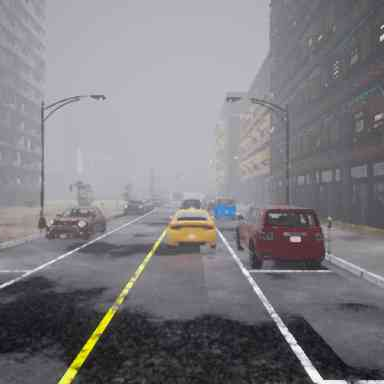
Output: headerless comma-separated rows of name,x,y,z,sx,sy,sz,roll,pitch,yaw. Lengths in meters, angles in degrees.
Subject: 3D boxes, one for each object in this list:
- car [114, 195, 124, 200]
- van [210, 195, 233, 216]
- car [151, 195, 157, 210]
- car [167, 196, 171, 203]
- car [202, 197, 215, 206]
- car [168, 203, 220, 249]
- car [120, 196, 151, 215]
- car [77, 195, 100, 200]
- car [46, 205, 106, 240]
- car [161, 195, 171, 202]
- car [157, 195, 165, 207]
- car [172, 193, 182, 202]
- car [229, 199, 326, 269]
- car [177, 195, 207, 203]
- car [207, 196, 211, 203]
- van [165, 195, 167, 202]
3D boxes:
car,-19.718,1.622,93.459,4.403,1.369,2.008,0,0,1
van,2.703,1.339,28.009,1.690,1.788,3.998,1,0,0
car,-5.645,1.433,39.270,1.967,1.590,4.097,1,0,0
car,-5.645,1.404,67.499,1.967,1.590,4.097,1,0,0
car,2.701,1.544,56.241,1.947,1.339,4.313,1,0,0
car,0.000,1.486,14.649,1.882,1.535,5.008,0,0,0
car,-5.652,1.436,33.624,1.967,1.590,4.097,1,0,0
car,-26.377,1.429,84.912,4.097,1.590,1.967,0,0,1
car,-5.682,1.440,16.686,1.967,1.590,4.097,1,0,0
car,-5.647,1.501,73.145,1.887,1.381,4.507,1,0,0
car,-5.647,1.528,50.561,1.887,1.381,4.507,1,0,0
car,-3.000,1.170,71.782,2.150,2.045,5.566,0,0,0
car,2.703,1.315,11.070,2.192,1.841,5.009,1,0,0
car,0.000,1.365,29.620,2.097,1.767,4.553,0,0,0
car,2.701,1.538,39.303,1.887,1.381,4.507,1,0,0
van,-5.644,1.319,56.207,1.690,1.788,3.998,1,0,0
